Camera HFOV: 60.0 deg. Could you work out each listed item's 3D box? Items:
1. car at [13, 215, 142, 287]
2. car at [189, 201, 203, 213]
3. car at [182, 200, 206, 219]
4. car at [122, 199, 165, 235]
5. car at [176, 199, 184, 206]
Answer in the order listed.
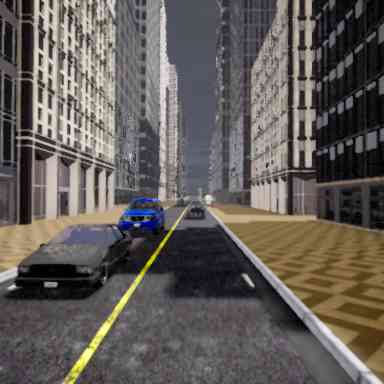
[{"bbox_3d":[-3.022,1.643,9.854,2.033,1.411,5.357,0,-1,1],"label":"car"},{"bbox_3d":[0.535,2.021,46.265,1.837,1.490,4.892,0,0,1],"label":"car"},{"bbox_3d":[0.413,1.870,33.845,2.128,1.511,4.902,0,-1,1],"label":"car"},{"bbox_3d":[-2.903,1.436,20.548,2.150,2.045,5.566,0,-1,1],"label":"car"},{"bbox_3d":[-2.313,2.231,71.292,1.837,1.490,4.892,0,-1,1],"label":"car"}]
